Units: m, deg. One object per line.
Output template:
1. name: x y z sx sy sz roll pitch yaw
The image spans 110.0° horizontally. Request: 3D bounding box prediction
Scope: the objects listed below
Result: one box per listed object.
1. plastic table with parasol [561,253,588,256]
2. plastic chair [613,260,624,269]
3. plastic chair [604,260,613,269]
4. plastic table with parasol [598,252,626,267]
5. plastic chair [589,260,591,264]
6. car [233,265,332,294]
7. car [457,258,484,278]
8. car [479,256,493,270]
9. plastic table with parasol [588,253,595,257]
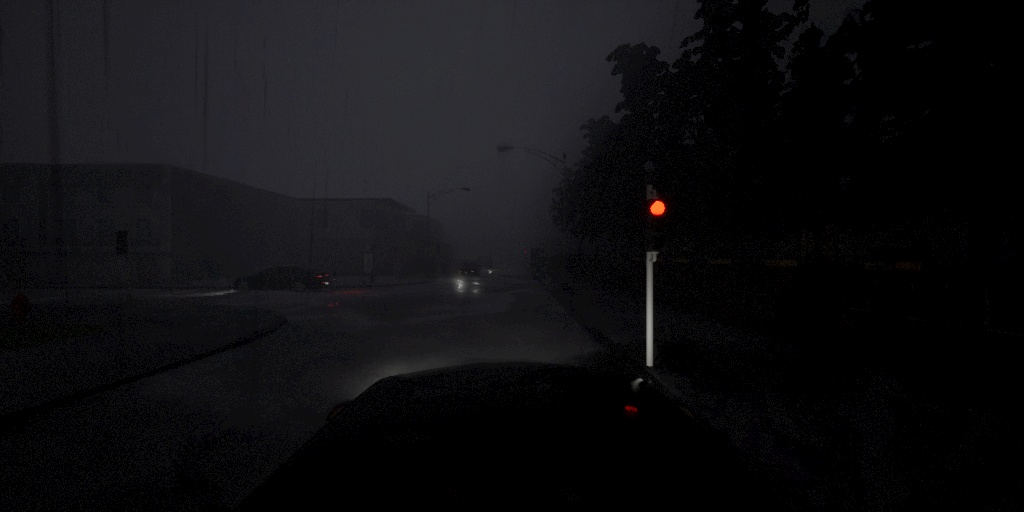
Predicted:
1. plastic table with parasol: 10.021 0.684 57.859 2.482 2.480 2.482 0 0 -40
2. plastic chair: 16.070 1.296 54.116 0.750 1.272 0.730 0 0 -40
3. plastic chair: 14.364 1.306 54.214 0.730 1.272 0.750 0 0 -35
4. plastic table with parasol: 15.338 0.694 55.115 2.482 2.480 2.482 0 0 -40
5. plastic chair: 13.770 1.304 62.443 0.730 1.272 0.750 0 0 -35
6. car: -12.612 1.255 19.788 4.892 1.490 1.837 0 2 0
7. car: -4.071 1.252 34.563 1.837 1.490 4.892 0 1 0
8. car: -4.047 0.973 54.513 2.150 2.045 5.566 0 0 0
9. plastic table with parasol: 14.722 0.673 63.330 2.482 2.480 2.482 0 0 -42
